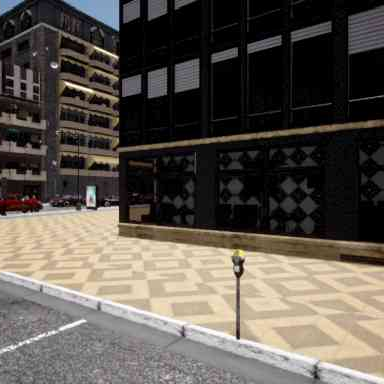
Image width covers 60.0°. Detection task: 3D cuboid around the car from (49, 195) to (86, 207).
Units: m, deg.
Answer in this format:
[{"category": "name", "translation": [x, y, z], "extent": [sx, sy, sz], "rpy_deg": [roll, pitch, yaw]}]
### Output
[{"category": "car", "translation": [-14.666, 1.082, 40.247], "extent": [1.994, 1.385, 4.181], "rpy_deg": [0, 1, 35]}]

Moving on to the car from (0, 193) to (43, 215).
[{"category": "car", "translation": [-15.608, 1.029, 28.786], "extent": [2.192, 1.841, 5.009], "rpy_deg": [1, 2, 35]}]

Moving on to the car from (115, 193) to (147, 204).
[{"category": "car", "translation": [-8.863, 0.854, 48.492], "extent": [1.812, 1.442, 4.674], "rpy_deg": [0, 1, 35]}]

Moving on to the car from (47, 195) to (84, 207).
[{"category": "car", "translation": [-16.133, 1.074, 42.636], "extent": [1.802, 1.307, 4.206], "rpy_deg": [1, 2, 35]}]

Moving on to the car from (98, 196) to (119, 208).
[{"category": "car", "translation": [-9.237, 1.072, 37.874], "extent": [1.947, 1.339, 4.313], "rpy_deg": [1, 2, 35]}]
